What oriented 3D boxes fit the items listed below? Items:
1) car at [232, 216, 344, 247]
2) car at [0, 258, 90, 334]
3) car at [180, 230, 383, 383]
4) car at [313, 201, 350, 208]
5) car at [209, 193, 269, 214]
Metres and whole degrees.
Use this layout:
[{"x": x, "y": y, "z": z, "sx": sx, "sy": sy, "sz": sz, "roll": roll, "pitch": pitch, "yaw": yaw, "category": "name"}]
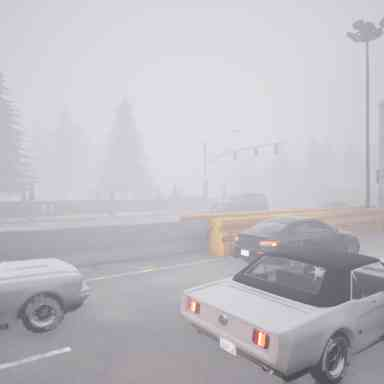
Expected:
[{"x": 3.321, "y": 1.473, "z": 10.375, "sx": 4.674, "sy": 1.442, "sz": 1.812, "roll": -1, "pitch": 0, "yaw": -35, "category": "car"}, {"x": -4.111, "y": 1.601, "z": 5.113, "sx": 4.718, "sy": 1.301, "sz": 1.895, "roll": 0, "pitch": 0, "yaw": -35, "category": "car"}, {"x": 2.253, "y": 1.576, "z": 5.335, "sx": 4.718, "sy": 1.301, "sz": 1.895, "roll": -1, "pitch": 0, "yaw": -35, "category": "car"}, {"x": 9.771, "y": 1.380, "z": 23.607, "sx": 4.674, "sy": 1.442, "sz": 1.812, "roll": 0, "pitch": 0, "yaw": -35, "category": "car"}, {"x": 4.043, "y": 1.092, "z": 28.155, "sx": 5.566, "sy": 2.045, "sz": 2.150, "roll": 0, "pitch": 0, "yaw": -35, "category": "car"}]
